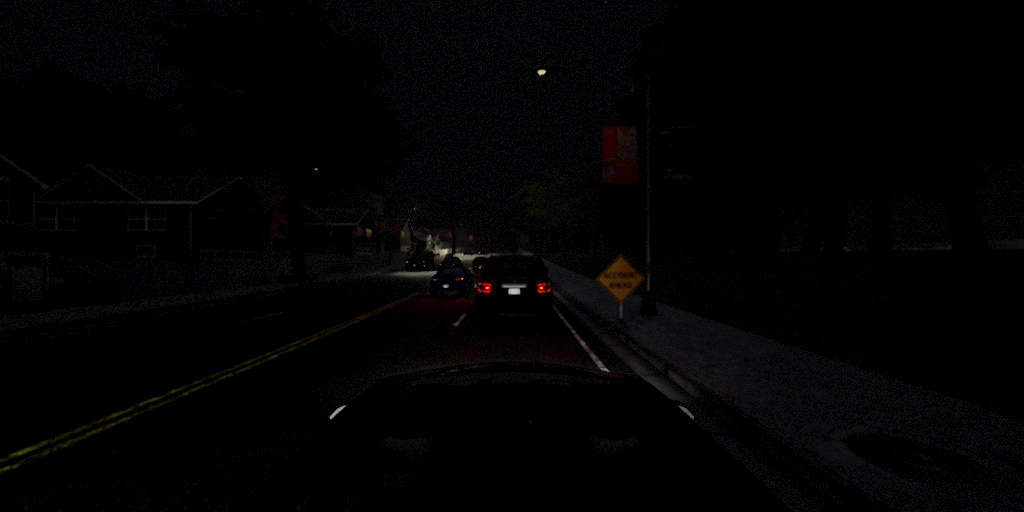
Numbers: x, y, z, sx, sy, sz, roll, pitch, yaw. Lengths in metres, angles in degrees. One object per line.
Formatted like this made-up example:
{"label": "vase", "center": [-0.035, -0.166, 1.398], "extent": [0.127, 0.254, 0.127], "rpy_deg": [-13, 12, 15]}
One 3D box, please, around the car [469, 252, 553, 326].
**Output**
{"label": "car", "center": [0.077, 0.973, 11.879], "extent": [2.150, 2.045, 5.566], "rpy_deg": [0, 1, 0]}

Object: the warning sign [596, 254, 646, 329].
{"label": "warning sign", "center": [2.855, 0.876, 9.401], "extent": [1.300, 1.860, 1.060], "rpy_deg": [0, 0, 0]}

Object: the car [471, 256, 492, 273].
{"label": "car", "center": [-3.134, 0.821, 37.652], "extent": [1.837, 1.490, 4.892], "rpy_deg": [0, 2, 0]}

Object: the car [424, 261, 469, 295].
{"label": "car", "center": [-3.146, 1.215, 19.382], "extent": [1.812, 1.442, 4.674], "rpy_deg": [0, 1, 0]}

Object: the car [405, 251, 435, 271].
{"label": "car", "center": [-9.827, 0.503, 38.846], "extent": [2.150, 2.045, 5.566], "rpy_deg": [0, 2, 0]}

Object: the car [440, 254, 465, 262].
{"label": "car", "center": [-6.577, 0.785, 38.876], "extent": [1.837, 1.490, 4.892], "rpy_deg": [0, 2, 0]}
